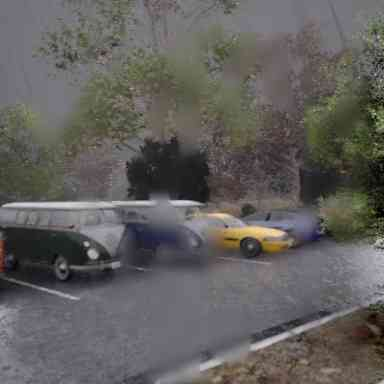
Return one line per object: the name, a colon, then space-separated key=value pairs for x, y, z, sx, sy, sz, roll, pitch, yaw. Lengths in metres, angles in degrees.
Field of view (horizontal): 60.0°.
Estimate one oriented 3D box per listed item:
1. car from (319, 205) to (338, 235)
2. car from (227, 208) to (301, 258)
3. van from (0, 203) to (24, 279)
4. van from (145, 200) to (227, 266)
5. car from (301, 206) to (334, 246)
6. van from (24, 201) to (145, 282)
car: x=5.893 y=1.529 z=16.557 sx=4.792 sy=1.488 sz=2.163 roll=-1 pitch=-1 yaw=34
car: x=1.177 y=1.496 z=13.009 sx=5.366 sy=1.575 sz=1.946 roll=-1 pitch=-1 yaw=35
van: x=-6.152 y=1.277 z=7.865 sx=4.442 sy=1.987 sz=1.878 roll=-1 pitch=-1 yaw=35
van: x=-1.305 y=1.275 z=11.325 sx=4.442 sy=1.987 sz=1.878 roll=-1 pitch=-1 yaw=35
car: x=3.418 y=1.530 z=14.855 sx=4.792 sy=1.488 sz=2.163 roll=-1 pitch=-1 yaw=35
van: x=-3.729 y=1.276 z=9.595 sx=4.442 sy=1.987 sz=1.878 roll=-1 pitch=-1 yaw=35
